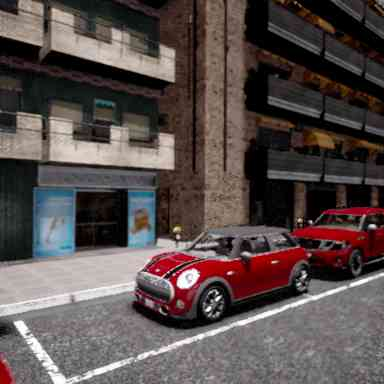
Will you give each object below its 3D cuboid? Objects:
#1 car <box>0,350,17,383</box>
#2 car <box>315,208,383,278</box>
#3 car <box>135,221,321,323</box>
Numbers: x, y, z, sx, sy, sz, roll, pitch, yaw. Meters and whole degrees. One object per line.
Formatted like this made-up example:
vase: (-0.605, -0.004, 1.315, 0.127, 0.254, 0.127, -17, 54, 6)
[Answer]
car: (-2.904, 1.352, 0.963, 4.553, 1.767, 2.097, 1, -1, -38)
car: (5.186, 1.471, 10.874, 5.009, 1.841, 2.192, 1, -1, -39)
car: (0.781, 1.534, 7.356, 4.097, 1.590, 1.967, 1, -1, -39)
